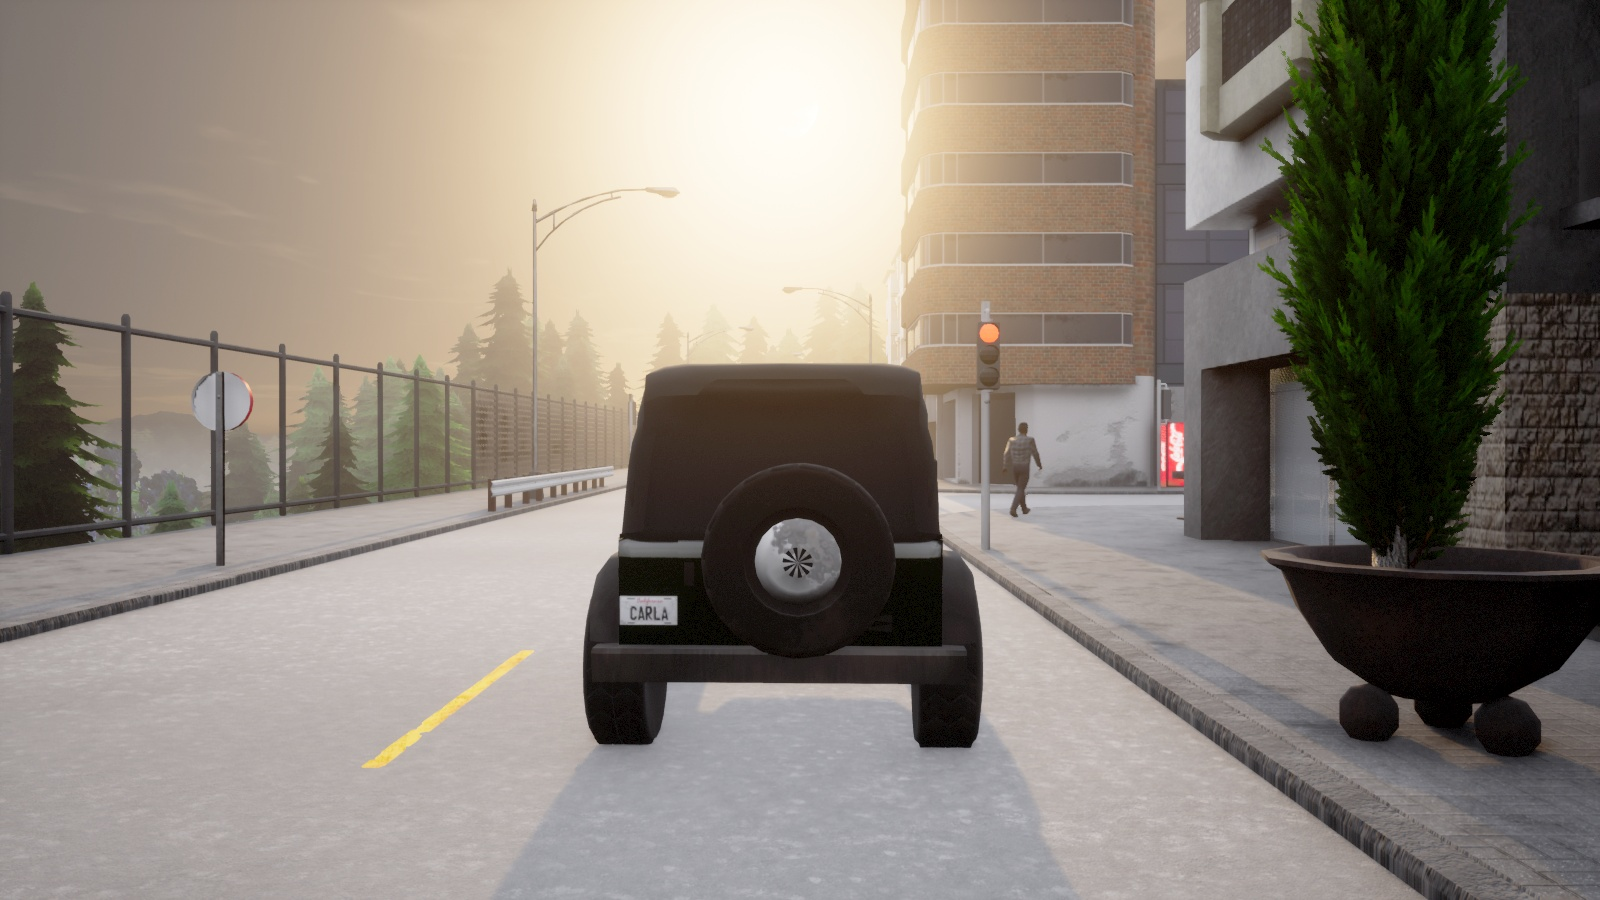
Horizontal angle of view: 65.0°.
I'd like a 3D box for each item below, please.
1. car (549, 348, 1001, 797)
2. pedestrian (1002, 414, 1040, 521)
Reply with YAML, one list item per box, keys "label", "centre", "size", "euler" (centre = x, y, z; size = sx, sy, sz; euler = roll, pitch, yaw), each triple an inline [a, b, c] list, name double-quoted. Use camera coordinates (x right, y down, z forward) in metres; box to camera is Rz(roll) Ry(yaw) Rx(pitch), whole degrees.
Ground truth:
- label: "car"
  centre: [-0.029, 0.502, 7.220]
  size: [1.905, 1.878, 3.866]
  euler: [0, 0, 2]
- label: "pedestrian"
  centre: [4.132, 0.321, 23.449]
  size: [0.423, 1.949, 0.788]
  euler: [0, 0, 33]
